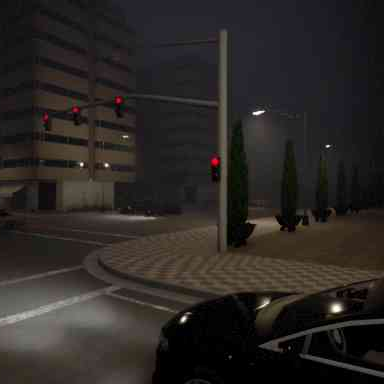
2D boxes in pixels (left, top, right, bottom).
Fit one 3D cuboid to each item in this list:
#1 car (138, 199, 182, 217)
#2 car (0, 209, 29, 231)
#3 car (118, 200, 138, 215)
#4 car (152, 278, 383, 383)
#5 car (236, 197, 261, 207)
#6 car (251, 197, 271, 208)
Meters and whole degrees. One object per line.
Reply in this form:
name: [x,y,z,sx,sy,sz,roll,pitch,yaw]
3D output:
car: [-2.769,1.619,32.018,1.994,1.385,4.181,0,0,35]
car: [-12.047,1.629,18.885,1.895,1.301,4.718,0,-1,35]
car: [-5.426,1.560,34.323,1.837,1.490,4.892,0,0,35]
car: [1.834,1.492,2.665,4.902,1.511,2.128,0,0,36]
car: [9.437,1.603,55.218,2.033,1.411,5.357,0,0,36]
car: [10.380,1.533,50.545,1.882,1.535,5.008,0,0,36]
